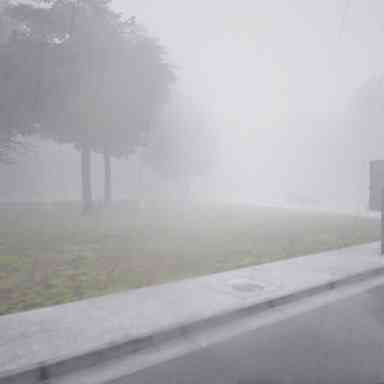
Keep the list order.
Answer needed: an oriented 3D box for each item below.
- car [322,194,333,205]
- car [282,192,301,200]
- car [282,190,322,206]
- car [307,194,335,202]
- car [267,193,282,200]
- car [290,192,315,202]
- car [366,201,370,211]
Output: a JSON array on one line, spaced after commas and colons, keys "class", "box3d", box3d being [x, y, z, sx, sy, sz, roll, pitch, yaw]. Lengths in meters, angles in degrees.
[{"class": "car", "box3d": [18.159, 1.045, 48.347, 2.128, 1.511, 4.902, 0, 0, -12]}, {"class": "car", "box3d": [20.510, 0.808, 68.882, 1.994, 1.385, 4.181, 0, 0, -12]}, {"class": "car", "box3d": [15.233, 0.801, 46.435, 2.150, 2.045, 5.566, 0, 0, -12]}, {"class": "car", "box3d": [22.676, 1.020, 58.722, 2.033, 1.411, 5.357, 0, 0, -12]}, {"class": "car", "box3d": [17.332, 0.818, 68.205, 2.033, 1.411, 5.357, 0, 0, -12]}, {"class": "car", "box3d": [19.410, 0.845, 58.451, 2.097, 1.767, 4.553, 0, 0, -12]}, {"class": "car", "box3d": [18.465, 1.195, 31.230, 1.994, 1.385, 4.181, 0, 0, -12]}]
